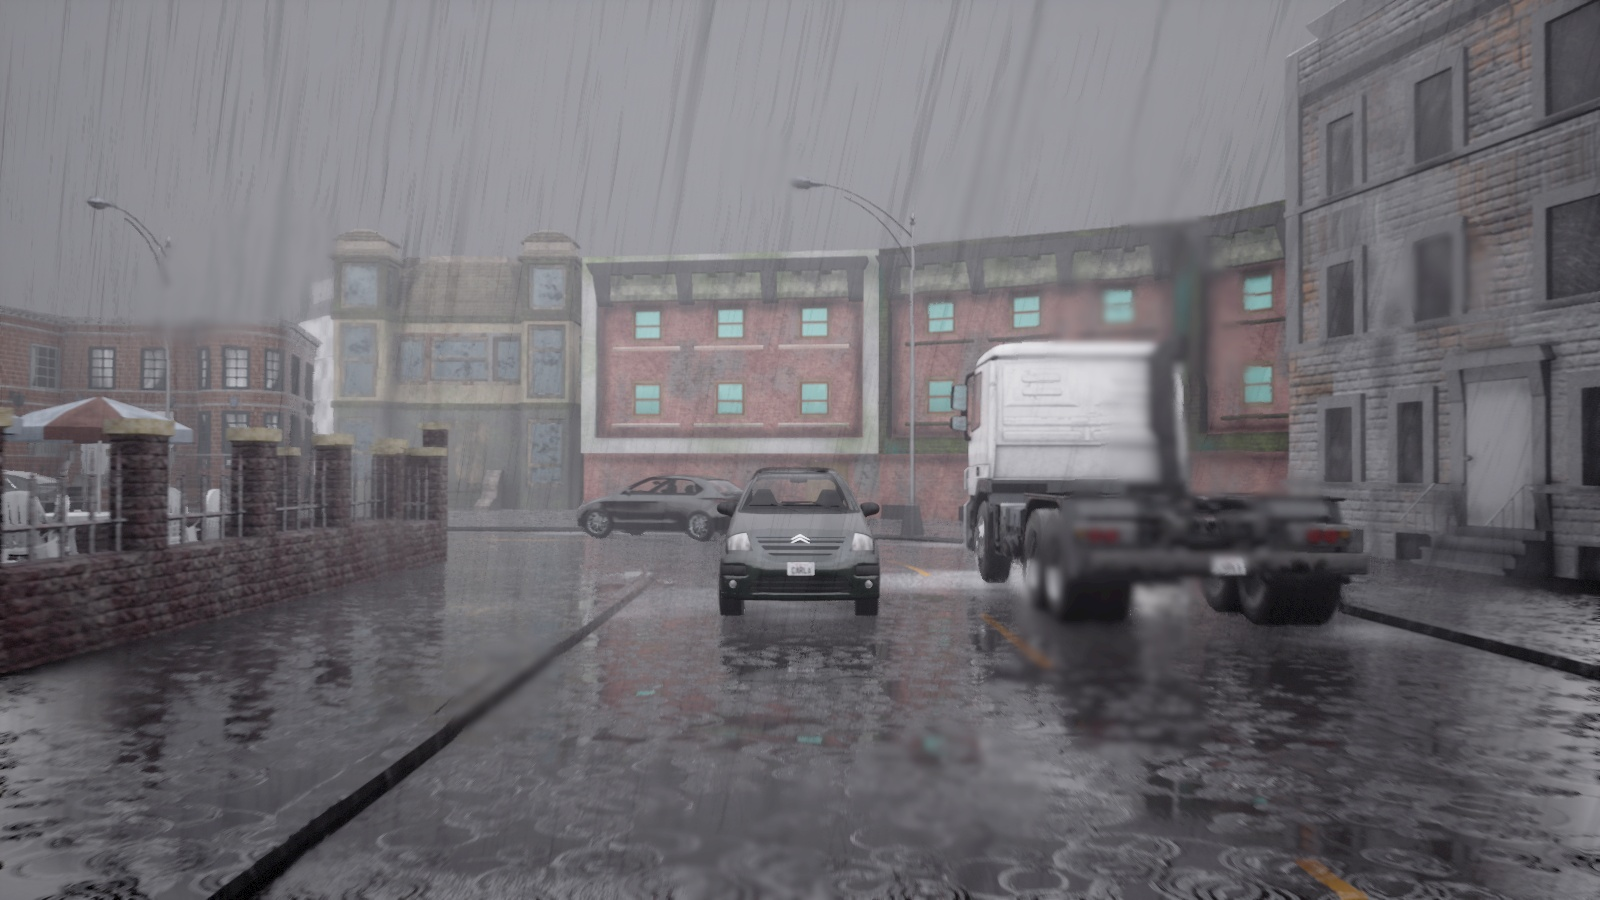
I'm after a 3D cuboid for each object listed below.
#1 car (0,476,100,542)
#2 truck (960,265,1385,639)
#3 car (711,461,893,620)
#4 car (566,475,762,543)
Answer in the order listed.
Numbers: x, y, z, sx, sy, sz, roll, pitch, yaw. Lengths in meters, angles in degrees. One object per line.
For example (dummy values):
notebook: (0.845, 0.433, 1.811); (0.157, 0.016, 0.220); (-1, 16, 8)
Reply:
car: (-19.660, 1.399, 29.966); (4.892, 1.490, 1.837); (0, -1, 0)
truck: (3.957, 0.078, 15.626); (2.891, 3.462, 7.936); (0, -1, 0)
car: (-0.022, 0.962, 14.857); (1.851, 1.617, 3.988); (0, -1, -1)
car: (-3.158, 1.330, 29.127); (4.193, 1.474, 1.816); (-1, -1, 26)
